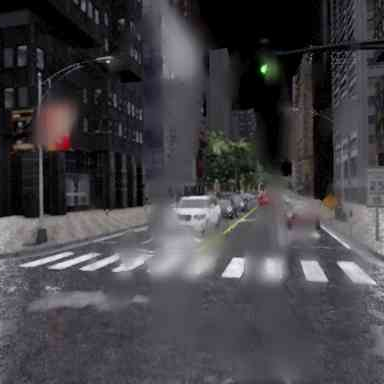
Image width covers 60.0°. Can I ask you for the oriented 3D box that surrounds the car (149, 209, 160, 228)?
[{"bbox_3d":[-1.492,1.632,22.829,1.947,1.339,4.313,-1,0,14],"label":"car"}]

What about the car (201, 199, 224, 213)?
[{"bbox_3d":[2.451,1.588,38.447,1.752,1.417,4.829,-1,0,14],"label":"car"}]

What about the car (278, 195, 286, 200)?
[{"bbox_3d":[12.084,1.476,41.779,1.887,1.381,4.507,-1,0,14],"label":"car"}]

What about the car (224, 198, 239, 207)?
[{"bbox_3d":[6.478,1.646,54.395,1.802,1.307,4.206,-1,0,14],"label":"car"}]

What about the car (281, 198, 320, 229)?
[{"bbox_3d":[6.769,1.374,20.740,1.967,1.590,4.097,-1,0,14],"label":"car"}]

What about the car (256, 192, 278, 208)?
[{"bbox_3d":[10.652,1.194,46.991,2.150,2.045,5.566,-1,0,14],"label":"car"}]

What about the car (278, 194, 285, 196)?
[{"bbox_3d":[14.781,1.458,52.464,1.752,1.417,4.829,-1,0,14],"label":"car"}]

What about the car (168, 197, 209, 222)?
[{"bbox_3d":[-0.169,1.380,28.091,2.192,1.841,5.009,-1,0,14],"label":"car"}]

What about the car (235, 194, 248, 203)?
[{"bbox_3d":[10.458,1.387,70.179,2.192,1.841,5.009,-1,0,14],"label":"car"}]

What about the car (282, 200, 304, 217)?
[{"bbox_3d":[9.428,1.514,31.259,1.802,1.307,4.206,-1,0,14],"label":"car"}]

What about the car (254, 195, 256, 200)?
[{"bbox_3d":[15.775,1.527,91.222,1.967,1.590,4.097,-1,0,14],"label":"car"}]

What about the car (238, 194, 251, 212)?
[{"bbox_3d":[5.226,1.374,38.502,2.097,1.767,4.553,-1,0,15],"label":"car"}]

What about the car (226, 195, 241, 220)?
[{"bbox_3d":[2.717,1.375,28.613,2.097,1.767,4.553,-1,0,14],"label":"car"}]

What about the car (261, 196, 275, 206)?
[{"bbox_3d":[13.117,1.468,57.143,2.128,1.511,4.902,-1,0,14],"label":"car"}]

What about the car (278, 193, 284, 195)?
[{"bbox_3d":[17.394,1.377,62.820,1.967,1.590,4.097,-1,0,14],"label":"car"}]

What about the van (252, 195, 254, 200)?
[{"bbox_3d":[14.444,1.424,85.961,1.690,1.788,3.998,-1,0,14],"label":"van"}]

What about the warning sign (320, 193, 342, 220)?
[{"bbox_3d":[9.904,1.013,23.734,1.300,1.860,1.060,-1,0,14],"label":"warning sign"}]

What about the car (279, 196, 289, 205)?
[{"bbox_3d":[8.098,1.373,26.000,1.967,1.590,4.097,-1,0,14],"label":"car"}]

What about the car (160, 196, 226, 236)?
[{"bbox_3d":[0.256,1.248,18.894,2.150,2.045,5.566,-1,0,14],"label":"car"}]

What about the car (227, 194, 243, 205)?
[{"bbox_3d":[7.802,1.381,59.657,2.192,1.841,5.009,-1,0,14],"label":"car"}]

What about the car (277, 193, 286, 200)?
[{"bbox_3d":[24.033,1.270,89.120,2.192,1.841,5.009,-1,0,14],"label":"car"}]
